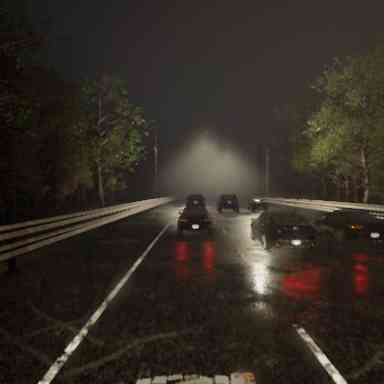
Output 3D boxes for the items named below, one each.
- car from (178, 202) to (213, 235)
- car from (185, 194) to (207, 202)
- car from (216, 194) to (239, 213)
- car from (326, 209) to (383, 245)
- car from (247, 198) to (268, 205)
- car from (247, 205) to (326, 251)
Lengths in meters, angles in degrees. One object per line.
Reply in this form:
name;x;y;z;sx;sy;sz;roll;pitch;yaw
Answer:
car;0.193;1.519;18.587;1.812;1.442;4.674;0;0;1
car;0.440;1.204;37.017;2.150;2.045;5.566;0;0;1
car;3.940;1.205;37.000;2.150;2.045;5.566;0;0;1
car;7.155;1.522;15.288;1.812;1.442;4.674;0;0;0
car;7.457;1.475;37.862;2.128;1.511;4.902;0;0;1
car;3.658;1.501;13.981;1.837;1.490;4.892;0;0;0
